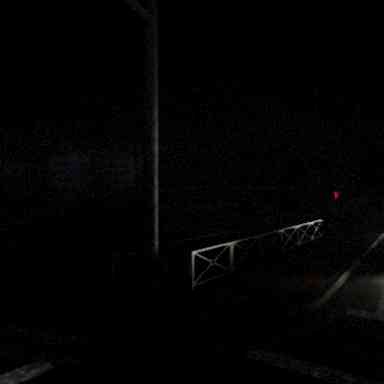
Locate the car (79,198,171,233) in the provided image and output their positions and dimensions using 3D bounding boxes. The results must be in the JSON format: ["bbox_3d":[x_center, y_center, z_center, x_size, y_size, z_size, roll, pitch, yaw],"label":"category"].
[{"bbox_3d":[-3.462,1.286,18.040,2.007,1.523,4.514,0,0,35],"label":"car"}]

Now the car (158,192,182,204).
[{"bbox_3d":[-3.554,0.967,50.142,1.932,1.855,4.605,0,0,35],"label":"car"}]

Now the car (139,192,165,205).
[{"bbox_3d":[-6.166,0.935,51.481,1.905,1.878,3.866,0,0,35],"label":"car"}]

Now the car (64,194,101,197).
[{"bbox_3d":[-11.305,1.205,32.907,1.845,1.501,3.633,0,0,35],"label":"car"}]

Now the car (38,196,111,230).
[{"bbox_3d":[-6.055,1.264,19.806,2.152,1.636,5.027,0,0,35],"label":"car"}]

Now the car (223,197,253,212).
[{"bbox_3d":[4.832,1.317,34.969,1.970,1.475,3.806,0,0,35],"label":"car"}]

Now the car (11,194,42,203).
[{"bbox_3d":[-29.105,1.065,58.653,2.007,1.523,4.514,0,0,35],"label":"car"}]

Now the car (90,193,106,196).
[{"bbox_3d":[-16.617,0.960,58.861,2.152,1.636,5.027,0,0,35],"label":"car"}]

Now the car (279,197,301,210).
[{"bbox_3d":[11.546,1.318,39.312,1.845,1.501,3.633,0,0,35],"label":"car"}]

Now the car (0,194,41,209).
[{"bbox_3d":[-19.443,1.144,38.706,2.007,1.523,4.514,0,0,35],"label":"car"}]
